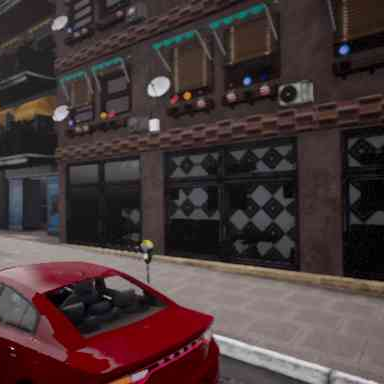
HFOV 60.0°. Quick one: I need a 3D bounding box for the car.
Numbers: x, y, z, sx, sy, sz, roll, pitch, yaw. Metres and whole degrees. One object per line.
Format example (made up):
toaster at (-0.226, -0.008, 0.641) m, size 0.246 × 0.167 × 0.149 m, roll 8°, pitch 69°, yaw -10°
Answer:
car at (-1.830, 1.534, 4.060) m, size 4.507 × 1.381 × 1.887 m, roll 0°, pitch -1°, yaw 36°
